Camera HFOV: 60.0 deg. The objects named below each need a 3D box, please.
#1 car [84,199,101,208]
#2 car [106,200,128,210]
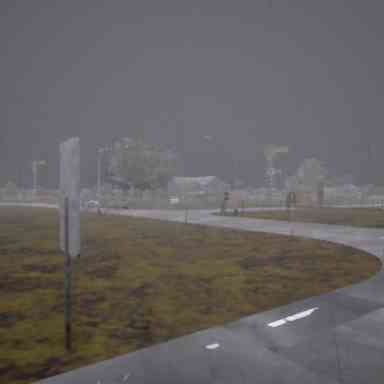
[{"bbox_3d":[-17.144,1.967,57.186,1.812,1.442,4.674,-1,-1,-36],"label":"car"},{"bbox_3d":[-11.054,1.861,48.768,1.994,1.385,4.181,-1,0,-34],"label":"car"}]
